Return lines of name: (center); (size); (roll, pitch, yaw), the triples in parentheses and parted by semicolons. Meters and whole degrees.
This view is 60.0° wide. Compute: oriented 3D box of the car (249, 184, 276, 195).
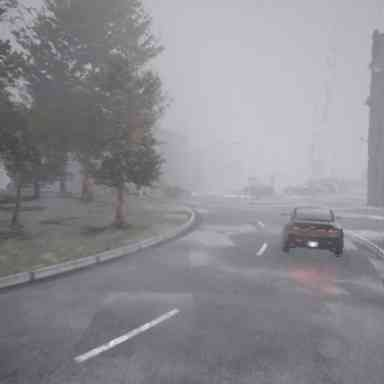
car: (11.473, -0.509, 52.693); (2.097, 1.767, 4.553); (2, 4, 39)

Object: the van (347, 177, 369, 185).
van: (39.612, -2.637, 79.607); (4.442, 1.987, 1.878); (1, 4, 19)

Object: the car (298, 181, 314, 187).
car: (25.958, -1.876, 75.793); (1.895, 1.301, 4.718); (2, 4, 39)

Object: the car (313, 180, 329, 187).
car: (28.720, -1.854, 74.036); (1.994, 1.385, 4.181); (2, 4, 39)

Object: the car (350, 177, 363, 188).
car: (33.946, -1.899, 72.527); (4.892, 1.521, 2.231); (1, 4, 19)

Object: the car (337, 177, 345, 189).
car: (24.297, -1.300, 60.740); (5.566, 2.045, 2.435); (1, 4, 19)

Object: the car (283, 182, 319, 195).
car: (16.622, -0.369, 51.344); (4.892, 1.521, 2.231); (1, 4, 19)

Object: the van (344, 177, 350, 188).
van: (28.063, -1.617, 65.481); (4.442, 1.987, 1.878); (1, 4, 19)

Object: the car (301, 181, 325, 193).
car: (18.553, -0.499, 53.692); (4.674, 1.452, 2.002); (1, 4, 19)

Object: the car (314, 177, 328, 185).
car: (32.543, -2.856, 83.830); (2.097, 1.767, 4.553); (2, 4, 39)

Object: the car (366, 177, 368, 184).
car: (37.771, -2.366, 77.239); (4.553, 1.767, 2.185); (1, 4, 19)

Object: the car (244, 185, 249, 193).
car: (10.651, -0.616, 56.770); (1.882, 1.535, 5.008); (2, 5, 38)

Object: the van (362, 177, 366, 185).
van: (35.985, -2.293, 74.830); (4.442, 1.987, 1.878); (1, 4, 19)

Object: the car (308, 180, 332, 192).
car: (20.301, -0.716, 56.104); (5.366, 1.575, 1.946); (1, 4, 19)

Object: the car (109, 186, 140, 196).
car: (-8.976, -0.178, 44.266); (4.181, 1.385, 1.994); (3, 0, 32)

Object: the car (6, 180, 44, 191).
car: (-23.946, -0.931, 47.756); (4.902, 1.511, 2.128); (3, -1, -4)

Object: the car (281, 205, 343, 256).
car: (4.376, 1.253, 12.279); (1.837, 1.490, 4.892); (3, 2, 18)

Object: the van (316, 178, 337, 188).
van: (22.512, -1.103, 58.348); (4.442, 1.987, 1.878); (1, 4, 19)
